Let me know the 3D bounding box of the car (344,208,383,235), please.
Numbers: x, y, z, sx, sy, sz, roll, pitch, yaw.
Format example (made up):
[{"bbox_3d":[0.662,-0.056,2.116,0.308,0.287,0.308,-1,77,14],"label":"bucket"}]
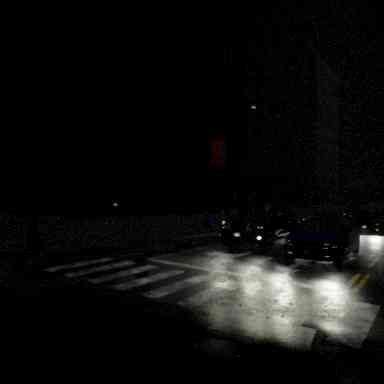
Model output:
[{"bbox_3d":[11.928,2.039,22.444,1.994,1.385,4.181,0,-1,36],"label":"car"}]

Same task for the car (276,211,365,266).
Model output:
[{"bbox_3d":[5.206,1.734,12.991,1.882,1.535,5.008,0,-1,36],"label":"car"}]

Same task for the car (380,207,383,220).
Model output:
[{"bbox_3d":[22.241,2.380,36.841,1.994,1.385,4.181,0,-1,36],"label":"car"}]

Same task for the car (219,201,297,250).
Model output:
[{"bbox_3d":[3.473,1.491,16.183,2.150,2.045,5.566,0,-1,35],"label":"car"}]

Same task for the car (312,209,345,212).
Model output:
[{"bbox_3d":[9.791,2.076,25.044,1.895,1.301,4.718,0,-1,35],"label":"car"}]

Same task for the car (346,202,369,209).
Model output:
[{"bbox_3d":[17.613,2.235,35.980,1.837,1.490,4.892,0,0,36],"label":"car"}]
